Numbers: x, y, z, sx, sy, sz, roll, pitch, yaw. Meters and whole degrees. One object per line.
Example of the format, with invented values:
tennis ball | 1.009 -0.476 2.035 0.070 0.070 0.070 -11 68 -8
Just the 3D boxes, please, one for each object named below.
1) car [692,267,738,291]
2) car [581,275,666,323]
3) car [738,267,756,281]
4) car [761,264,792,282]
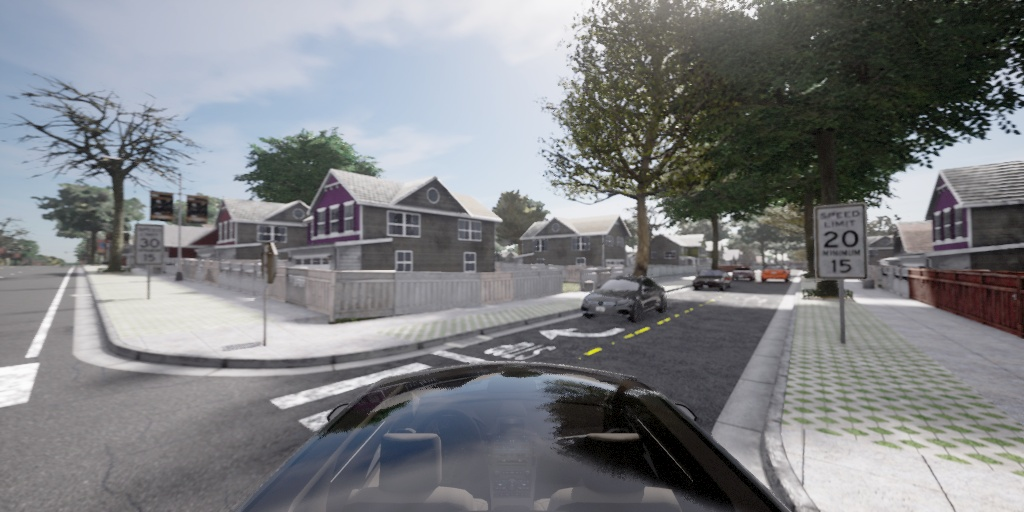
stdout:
car | 14.560 1.669 25.896 2.033 1.411 5.357 -2 -2 39
car | 4.295 1.463 13.295 1.812 1.442 4.674 -2 -2 39
car | 24.639 1.858 38.125 1.812 1.442 4.674 -2 -2 39
car | 25.600 1.591 34.850 2.097 1.767 4.553 -2 -2 39
